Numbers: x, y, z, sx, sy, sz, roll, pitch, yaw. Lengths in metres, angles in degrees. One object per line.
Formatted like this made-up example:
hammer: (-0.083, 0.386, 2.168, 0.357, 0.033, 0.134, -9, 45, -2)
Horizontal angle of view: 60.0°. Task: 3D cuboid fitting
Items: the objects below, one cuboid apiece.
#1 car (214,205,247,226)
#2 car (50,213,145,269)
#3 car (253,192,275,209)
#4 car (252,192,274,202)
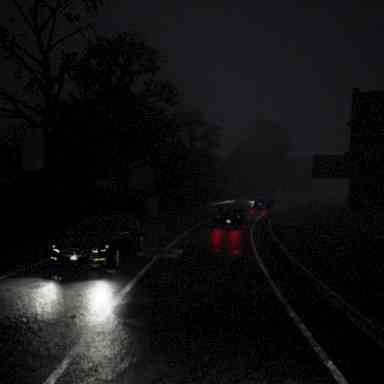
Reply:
car: (2.830, 1.566, 23.406, 1.895, 1.301, 4.718, 1, 1, 13)
car: (-2.921, 1.512, 11.312, 1.837, 1.490, 4.892, 0, 0, 6)
car: (8.888, 1.173, 40.727, 1.812, 1.442, 4.674, 2, 2, 25)
car: (11.237, 0.743, 52.739, 1.994, 1.385, 4.181, 3, 3, 33)
